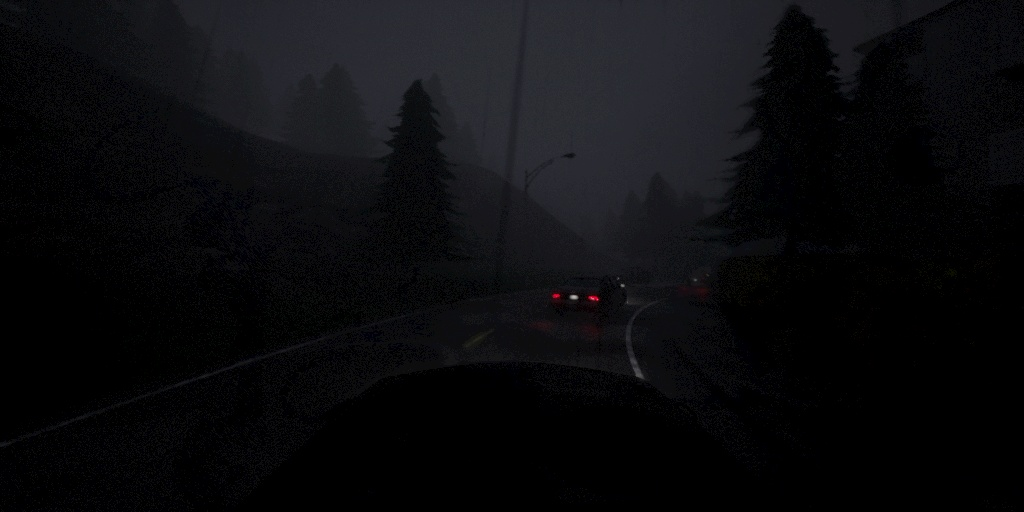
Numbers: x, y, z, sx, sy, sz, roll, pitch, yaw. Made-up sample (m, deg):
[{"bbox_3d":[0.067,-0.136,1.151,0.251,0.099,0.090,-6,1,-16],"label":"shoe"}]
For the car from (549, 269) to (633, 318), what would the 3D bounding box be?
[{"bbox_3d":[3.042,1.365,13.531,2.033,1.411,5.357,1,0,26],"label":"car"}]

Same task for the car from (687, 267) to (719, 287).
[{"bbox_3d":[14.967,1.525,27.113,4.674,1.442,1.812,1,0,-38],"label":"car"}]

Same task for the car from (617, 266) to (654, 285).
[{"bbox_3d":[8.663,1.468,26.775,5.357,1.411,2.033,1,0,-43],"label":"car"}]
